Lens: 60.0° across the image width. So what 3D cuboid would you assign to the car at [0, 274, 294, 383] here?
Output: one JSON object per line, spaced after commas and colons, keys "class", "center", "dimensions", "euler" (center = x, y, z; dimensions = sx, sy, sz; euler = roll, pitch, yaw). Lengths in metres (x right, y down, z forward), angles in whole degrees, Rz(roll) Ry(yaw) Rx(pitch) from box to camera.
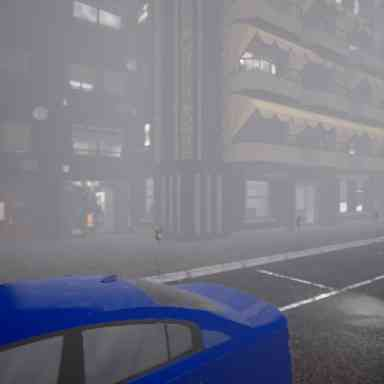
{"class": "car", "center": [-1.371, 1.484, 2.388], "dimensions": [5.008, 1.535, 1.882], "euler": [0, 0, -36]}
